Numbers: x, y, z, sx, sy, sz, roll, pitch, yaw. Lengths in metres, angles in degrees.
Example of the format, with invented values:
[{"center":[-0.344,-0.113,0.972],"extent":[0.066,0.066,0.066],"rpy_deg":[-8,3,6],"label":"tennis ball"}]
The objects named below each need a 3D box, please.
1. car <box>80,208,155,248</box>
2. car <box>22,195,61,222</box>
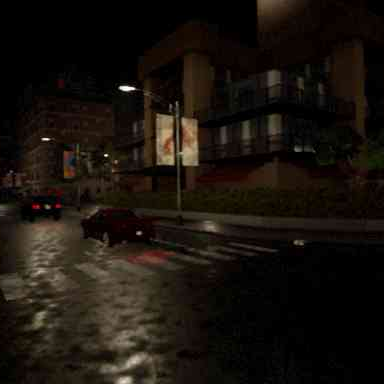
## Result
[{"center":[-3.486,1.457,14.911],"extent":[1.882,1.535,5.008],"rpy_deg":[-1,0,-36],"label":"car"},{"center":[-12.512,1.293,27.460],"extent":[2.150,2.045,5.566],"rpy_deg":[-1,0,-36],"label":"car"}]
